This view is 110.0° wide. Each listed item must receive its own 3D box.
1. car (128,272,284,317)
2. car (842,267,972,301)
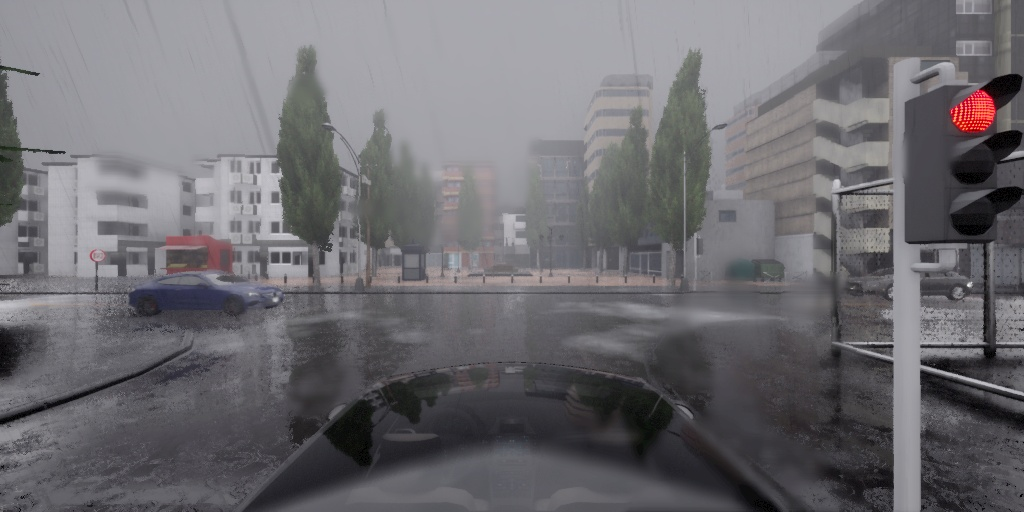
[{"bbox_3d":[-10.662,1.276,12.631,4.674,1.442,1.812,0,0,0],"label":"car"},{"bbox_3d":[18.435,1.255,16.850,4.892,1.490,1.837,0,0,0],"label":"car"}]
